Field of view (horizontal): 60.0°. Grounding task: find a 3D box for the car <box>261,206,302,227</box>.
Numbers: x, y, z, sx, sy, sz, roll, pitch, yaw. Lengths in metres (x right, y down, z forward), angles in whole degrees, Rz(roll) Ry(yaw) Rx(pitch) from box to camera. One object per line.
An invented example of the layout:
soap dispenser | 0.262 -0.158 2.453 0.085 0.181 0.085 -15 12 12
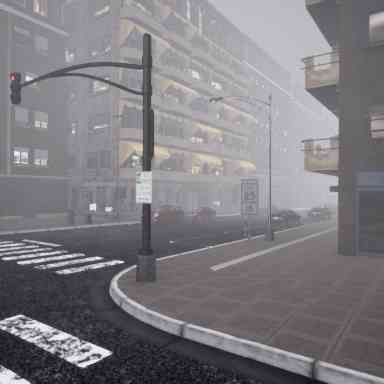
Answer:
car | 7.671 2.095 27.463 1.947 1.339 4.313 -1 -2 35

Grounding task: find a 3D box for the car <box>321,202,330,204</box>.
car | 19.490 2.546 48.936 1.895 1.301 4.718 0 -1 35

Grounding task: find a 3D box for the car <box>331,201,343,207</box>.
car | 36.430 3.022 83.491 1.967 1.590 4.097 -1 -1 35

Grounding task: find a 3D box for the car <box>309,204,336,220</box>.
car | 14.147 2.295 36.784 1.947 1.339 4.313 -1 -2 35

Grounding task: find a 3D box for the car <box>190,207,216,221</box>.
car | 0.844 2.063 32.207 1.802 1.307 4.206 -1 -1 35

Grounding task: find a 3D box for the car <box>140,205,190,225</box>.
car | -2.393 1.821 27.551 1.967 1.590 4.097 -1 -1 35

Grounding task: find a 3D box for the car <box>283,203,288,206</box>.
car | 13.697 2.404 50.709 1.752 1.417 4.829 -1 -1 35

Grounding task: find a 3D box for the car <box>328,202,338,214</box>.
car | 20.719 2.458 46.245 1.752 1.417 4.829 -1 -2 35

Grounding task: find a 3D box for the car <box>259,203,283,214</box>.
car | 10.556 2.327 46.188 1.887 1.381 4.507 -1 -1 35
